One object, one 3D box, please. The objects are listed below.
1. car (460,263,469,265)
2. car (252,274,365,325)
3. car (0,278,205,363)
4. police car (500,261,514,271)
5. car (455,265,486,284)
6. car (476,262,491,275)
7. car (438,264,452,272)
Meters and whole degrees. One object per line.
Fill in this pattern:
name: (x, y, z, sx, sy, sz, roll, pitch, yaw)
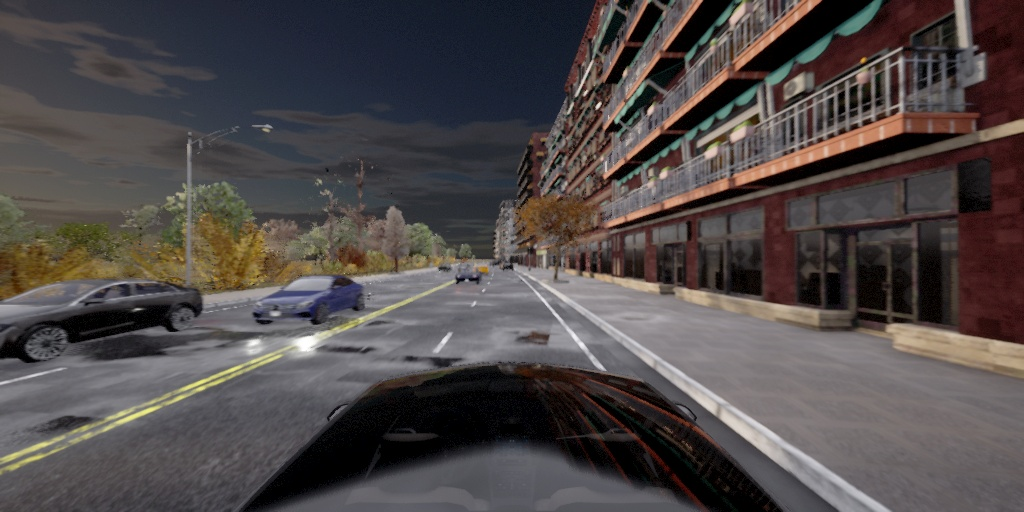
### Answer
car: (-8.065, 1.857, 60.776, 2.128, 1.511, 4.902, 0, -1, -2)
car: (-6.649, 1.376, 12.384, 1.812, 1.442, 4.674, 0, 0, 0)
car: (-9.875, 1.299, 8.395, 2.128, 1.511, 4.902, 0, 0, 0)
police car: (-0.729, 1.833, 64.385, 1.930, 1.638, 5.238, 0, -1, -3)
car: (-3.526, 1.631, 30.052, 1.895, 1.301, 4.718, 0, -1, -1)
car: (-4.092, 1.698, 47.814, 1.882, 1.535, 5.008, 0, 0, -2)
car: (-11.301, 1.959, 60.568, 1.895, 1.301, 4.718, 0, -1, -2)
